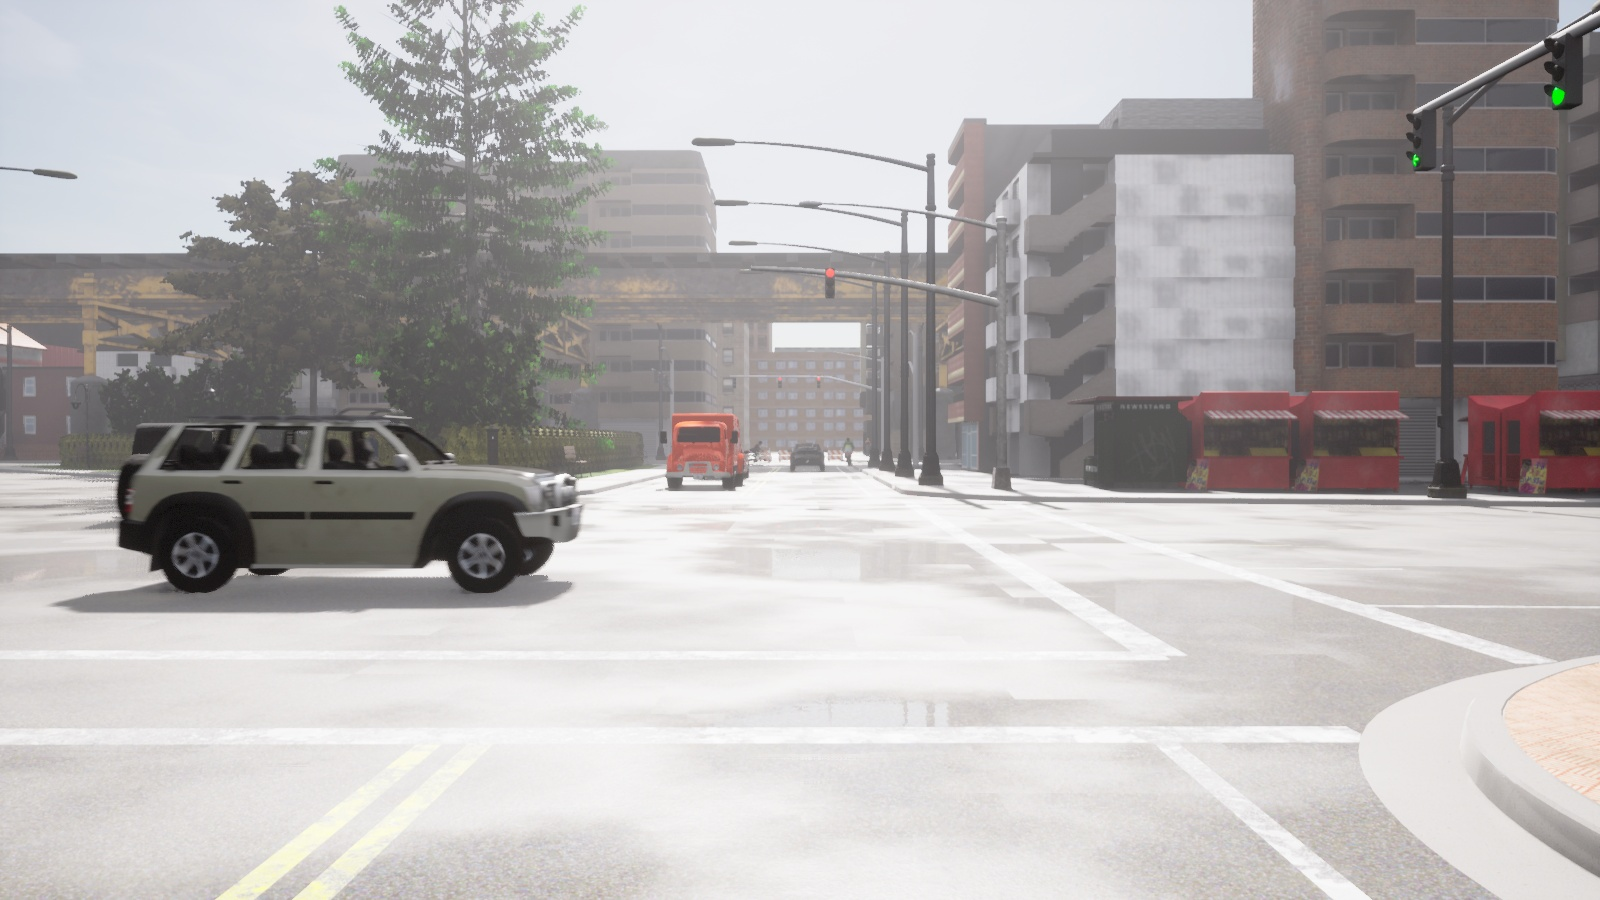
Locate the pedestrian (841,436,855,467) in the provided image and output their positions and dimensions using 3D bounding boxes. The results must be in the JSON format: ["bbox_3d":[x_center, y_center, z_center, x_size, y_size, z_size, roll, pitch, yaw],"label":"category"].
[{"bbox_3d":[3.059,0.076,79.442,0.659,1.952,0.873,0,0,19],"label":"pedestrian"}]

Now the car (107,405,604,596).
[{"bbox_3d":[-4.538,0.494,13.362,4.605,1.855,1.932,0,0,0],"label":"car"}]

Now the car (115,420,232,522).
[{"bbox_3d":[-12.519,0.383,25.291,1.905,1.878,3.866,0,0,-23],"label":"car"}]

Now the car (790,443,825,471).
[{"bbox_3d":[0.406,0.357,68.269,1.837,1.490,4.892,0,0,0],"label":"car"}]

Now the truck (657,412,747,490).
[{"bbox_3d":[-3.240,0.011,42.606,2.627,2.467,5.204,0,0,0],"label":"truck"}]
